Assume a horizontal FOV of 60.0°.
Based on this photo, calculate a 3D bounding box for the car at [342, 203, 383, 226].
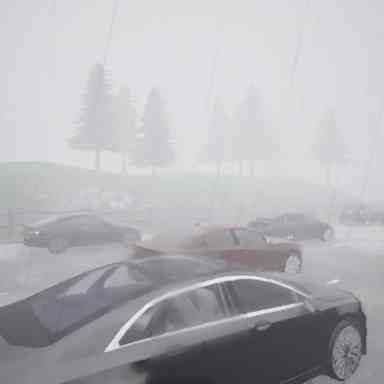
[{"bbox_3d":[13.742,1.634,26.457,4.553,1.767,2.097,1,0,-35],"label":"car"}]

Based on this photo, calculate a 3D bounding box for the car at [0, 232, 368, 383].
[{"bbox_3d":[0.147,1.516,3.888,4.902,1.511,2.128,1,0,-35],"label":"car"}]

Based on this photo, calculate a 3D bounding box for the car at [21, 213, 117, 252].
[{"bbox_3d":[-4.339,1.571,13.575,4.674,1.442,1.812,1,0,-35],"label":"car"}]

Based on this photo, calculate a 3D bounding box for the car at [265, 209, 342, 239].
[{"bbox_3d":[4.735,1.644,15.728,4.892,1.490,1.837,0,0,-35],"label":"car"}]

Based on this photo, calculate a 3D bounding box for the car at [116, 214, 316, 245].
[{"bbox_3d":[0.826,1.537,8.655,5.008,1.535,1.882,0,0,-35],"label":"car"}]
